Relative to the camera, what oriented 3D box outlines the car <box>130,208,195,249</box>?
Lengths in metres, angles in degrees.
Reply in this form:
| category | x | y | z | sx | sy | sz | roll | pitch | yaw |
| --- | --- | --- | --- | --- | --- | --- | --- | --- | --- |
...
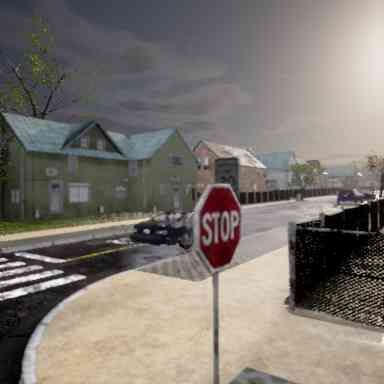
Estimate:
| category | x | y | z | sx | sy | sz | roll | pitch | yaw |
| --- | --- | --- | --- | --- | --- | --- | --- | --- | --- |
| car | -0.105 | 1.368 | 13.767 | 2.033 | 1.411 | 5.357 | -1 | 1 | 37 |

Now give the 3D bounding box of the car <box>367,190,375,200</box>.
| category | x | y | z | sx | sy | sz | roll | pitch | yaw |
| --- | --- | --- | --- | --- | --- | --- | --- | --- | --- |
| car | 23.942 | 0.399 | 46.001 | 1.994 | 1.385 | 4.181 | -1 | 1 | 37 |

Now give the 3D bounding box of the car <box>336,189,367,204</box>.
| category | x | y | z | sx | sy | sz | roll | pitch | yaw |
| --- | --- | --- | --- | --- | --- | --- | --- | --- | --- |
| car | 18.169 | 0.409 | 38.186 | 2.097 | 1.767 | 4.553 | -1 | 1 | 37 |
